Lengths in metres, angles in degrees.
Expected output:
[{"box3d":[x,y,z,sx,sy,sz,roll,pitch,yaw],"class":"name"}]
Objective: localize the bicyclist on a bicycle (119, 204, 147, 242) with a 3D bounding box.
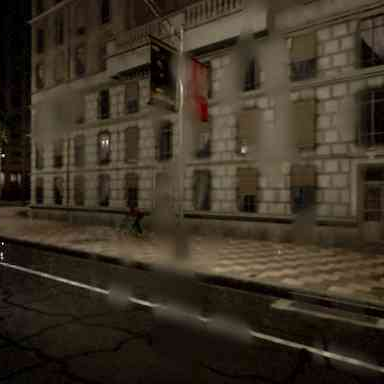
[{"box3d":[-2.588,1.343,14.704,0.582,1.620,1.656,0,-1,37],"class":"bicyclist on a bicycle"}]
